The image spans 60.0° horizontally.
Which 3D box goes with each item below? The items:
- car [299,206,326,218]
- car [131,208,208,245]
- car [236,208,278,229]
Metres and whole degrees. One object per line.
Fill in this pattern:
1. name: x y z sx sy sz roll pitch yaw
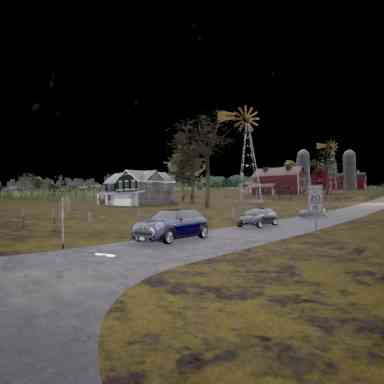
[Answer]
1. car: 13.816 2.262 38.174 1.895 1.301 4.718 -2 -1 36
2. car: -1.086 1.684 17.664 2.097 1.767 4.553 -2 -2 36
3. car: 5.216 2.027 26.349 1.837 1.490 4.892 -2 -2 36
